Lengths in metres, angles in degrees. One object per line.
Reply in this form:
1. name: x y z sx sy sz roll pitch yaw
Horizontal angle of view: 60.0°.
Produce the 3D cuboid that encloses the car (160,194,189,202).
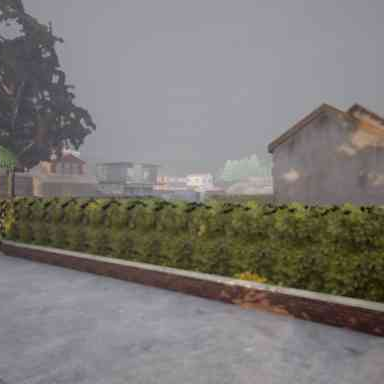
1. car: -2.497 1.209 37.524 2.150 2.045 5.566 0 0 36
